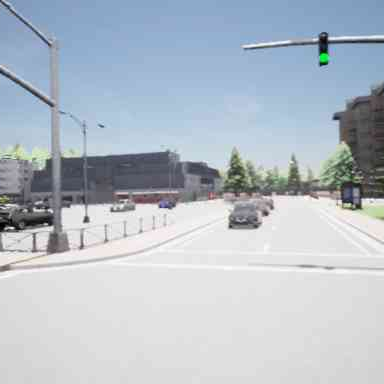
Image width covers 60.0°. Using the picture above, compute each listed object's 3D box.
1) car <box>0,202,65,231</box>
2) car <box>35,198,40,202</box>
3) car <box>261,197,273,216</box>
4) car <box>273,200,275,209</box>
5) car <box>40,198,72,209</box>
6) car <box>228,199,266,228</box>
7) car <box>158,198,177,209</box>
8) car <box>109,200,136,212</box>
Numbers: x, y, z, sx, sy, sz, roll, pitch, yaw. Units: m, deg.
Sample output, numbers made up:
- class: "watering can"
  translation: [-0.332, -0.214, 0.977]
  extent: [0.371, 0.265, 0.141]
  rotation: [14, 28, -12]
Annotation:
- class: "car"
  translation: [-11.045, 1.684, 22.335]
  extent: [2.007, 1.523, 4.514]
  rotation: [-1, 0, 17]
- class: "car"
  translation: [-24.176, 1.844, 53.212]
  extent: [1.905, 1.878, 3.866]
  rotation: [-1, 0, 17]
- class: "car"
  translation: [6.318, 1.478, 31.476]
  extent: [1.812, 1.442, 4.674]
  rotation: [-1, 0, 16]
- class: "car"
  translation: [9.252, 1.405, 41.403]
  extent: [2.128, 1.511, 4.902]
  rotation: [-1, 0, 17]
- class: "car"
  translation: [-21.275, 1.792, 52.766]
  extent: [1.932, 1.855, 4.605]
  rotation: [-1, 0, 17]
- class: "car"
  translation: [3.588, 1.492, 22.120]
  extent: [1.837, 1.490, 4.892]
  rotation: [-1, 0, 16]
- class: "car"
  translation: [-3.524, 1.618, 47.260]
  extent: [1.845, 1.501, 3.633]
  rotation: [-1, 0, 17]
- class: "car"
  translation: [-8.522, 1.729, 41.018]
  extent: [1.970, 1.475, 3.806]
  rotation: [-1, 0, 17]
